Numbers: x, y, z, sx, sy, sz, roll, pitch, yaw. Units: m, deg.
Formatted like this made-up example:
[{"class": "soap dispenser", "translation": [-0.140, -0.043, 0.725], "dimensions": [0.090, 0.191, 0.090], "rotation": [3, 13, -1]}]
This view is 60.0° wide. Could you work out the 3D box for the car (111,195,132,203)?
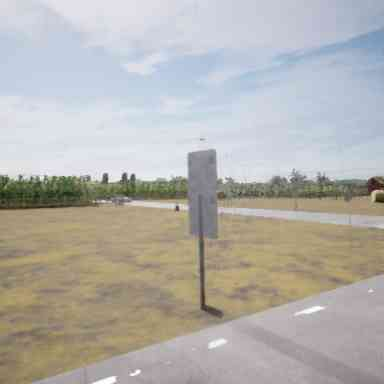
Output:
[{"class": "car", "translation": [-11.615, 1.161, 54.919], "dimensions": [1.895, 1.301, 4.718], "rotation": [-2, 1, -35]}]
